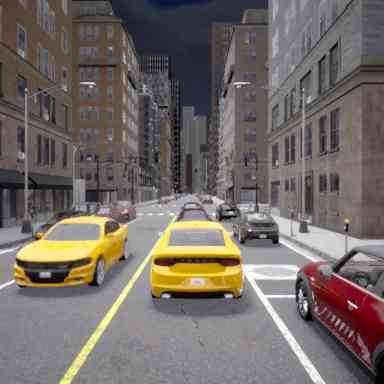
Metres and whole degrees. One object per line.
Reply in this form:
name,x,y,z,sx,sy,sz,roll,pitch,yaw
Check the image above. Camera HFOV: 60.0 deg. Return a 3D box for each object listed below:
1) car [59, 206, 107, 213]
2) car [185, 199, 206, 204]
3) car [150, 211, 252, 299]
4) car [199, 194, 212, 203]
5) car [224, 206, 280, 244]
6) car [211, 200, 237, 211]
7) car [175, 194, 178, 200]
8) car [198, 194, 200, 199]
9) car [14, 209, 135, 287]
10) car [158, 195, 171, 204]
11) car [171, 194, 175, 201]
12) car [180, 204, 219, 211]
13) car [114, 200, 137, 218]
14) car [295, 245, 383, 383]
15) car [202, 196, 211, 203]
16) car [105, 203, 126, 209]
car,-5.661,1.567,15.590,1.947,1.339,4.313,0,0,0
car,0.014,1.529,26.317,1.812,1.442,4.674,0,0,2
car,0.099,1.478,8.512,1.882,1.535,5.008,0,0,0
car,2.923,1.483,63.678,1.967,1.590,4.097,0,0,0
car,2.864,1.552,15.585,2.008,1.369,4.403,0,0,0
car,2.870,1.569,26.588,1.947,1.339,4.313,0,0,0
car,-5.539,1.636,90.568,1.752,1.417,4.829,0,0,0
car,2.949,1.615,74.496,2.008,1.369,4.403,0,0,0
car,-3.091,1.478,9.513,1.882,1.535,5.008,0,0,0
car,-5.601,1.625,63.695,1.802,1.307,4.206,0,0,0
car,-5.576,1.615,74.512,2.008,1.369,4.403,0,0,0
car,0.116,1.565,17.506,1.994,1.385,4.181,0,0,0
car,-5.656,1.443,26.593,1.967,1.590,4.097,0,0,0
car,2.858,1.440,4.582,1.967,1.590,4.097,0,0,0
car,2.936,1.579,69.257,1.752,1.417,4.829,0,0,0
car,-5.658,1.584,21.091,1.802,1.307,4.206,0,0,0
